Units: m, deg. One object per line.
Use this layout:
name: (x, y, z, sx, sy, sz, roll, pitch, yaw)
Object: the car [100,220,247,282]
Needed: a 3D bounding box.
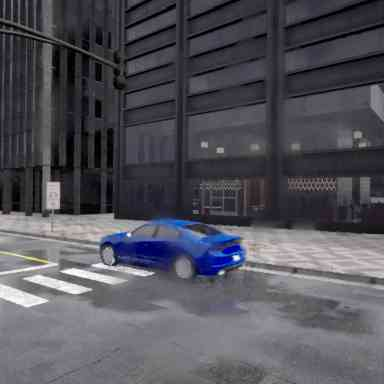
car: (-0.779, 1.597, 10.183, 5.008, 1.535, 1.882, -1, -1, 38)
